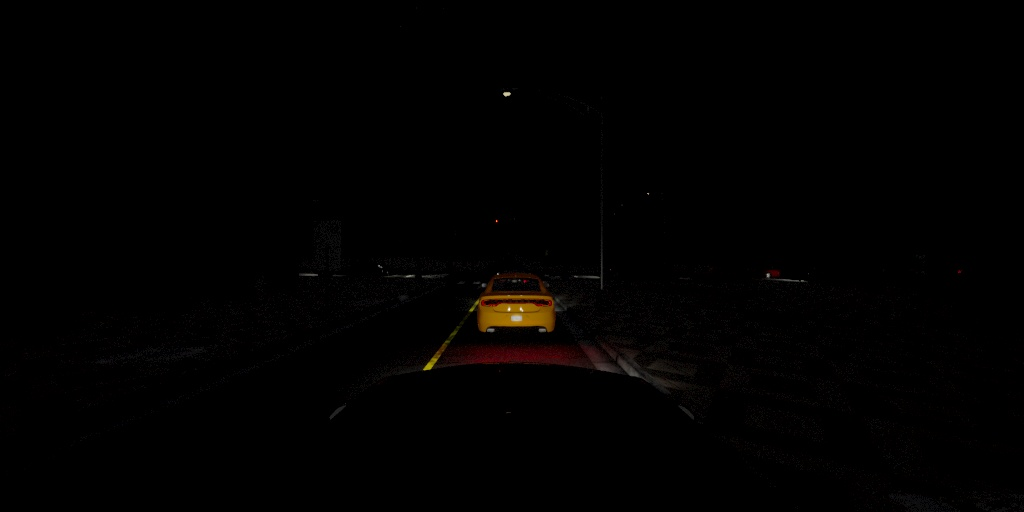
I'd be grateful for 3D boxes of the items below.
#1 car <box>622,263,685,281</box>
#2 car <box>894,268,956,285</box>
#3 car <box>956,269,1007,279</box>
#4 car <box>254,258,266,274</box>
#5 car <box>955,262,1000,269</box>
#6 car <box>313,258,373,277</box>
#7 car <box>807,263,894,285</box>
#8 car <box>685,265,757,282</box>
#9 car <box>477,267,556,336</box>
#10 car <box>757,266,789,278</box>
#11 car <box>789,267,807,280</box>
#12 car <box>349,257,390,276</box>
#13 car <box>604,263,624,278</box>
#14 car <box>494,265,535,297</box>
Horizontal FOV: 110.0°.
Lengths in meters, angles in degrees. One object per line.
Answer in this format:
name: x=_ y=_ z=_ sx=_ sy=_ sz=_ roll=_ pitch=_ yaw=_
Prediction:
car: x=12.144 y=1.522 z=30.958 sx=4.313 sy=1.339 sz=1.948 roll=0 pitch=0 yaw=0
car: x=34.717 y=1.862 z=30.942 sx=4.507 sy=1.381 sz=1.888 roll=0 pitch=0 yaw=0
car: x=40.367 y=1.994 z=30.938 sx=4.207 sy=1.307 sz=1.802 roll=0 pitch=0 yaw=0
car: x=-23.879 y=0.928 z=33.647 sx=4.902 sy=1.511 sz=2.128 roll=1 pitch=0 yaw=0
car: x=43.603 y=1.679 z=33.589 sx=5.566 sy=2.045 sz=2.150 roll=2 pitch=0 yaw=-1
car: x=-14.764 y=1.114 z=30.882 sx=4.403 sy=1.370 sz=2.007 roll=0 pitch=0 yaw=0
car: x=29.073 y=1.539 z=30.946 sx=5.009 sy=1.841 sz=2.192 roll=0 pitch=0 yaw=0
car: x=17.956 y=1.569 z=30.954 sx=4.829 sy=1.417 sz=1.751 roll=0 pitch=0 yaw=0
car: x=0.104 y=1.227 z=10.405 sx=1.882 sy=1.535 sz=5.008 roll=0 pitch=0 yaw=0
car: x=29.087 y=1.763 z=39.472 sx=4.507 sy=1.381 sz=1.888 roll=0 pitch=0 yaw=0
car: x=31.886 y=1.771 z=36.793 sx=4.892 sy=1.490 sz=1.837 roll=1 pitch=0 yaw=0
car: x=-13.881 y=0.926 z=33.594 sx=4.553 sy=1.767 sz=2.097 roll=1 pitch=0 yaw=1
car: x=11.902 y=1.454 z=36.816 sx=4.892 sy=1.490 sz=1.837 roll=1 pitch=0 yaw=0
car: x=0.111 y=1.296 z=20.232 sx=2.033 sy=1.411 sz=5.357 roll=0 pitch=0 yaw=0
